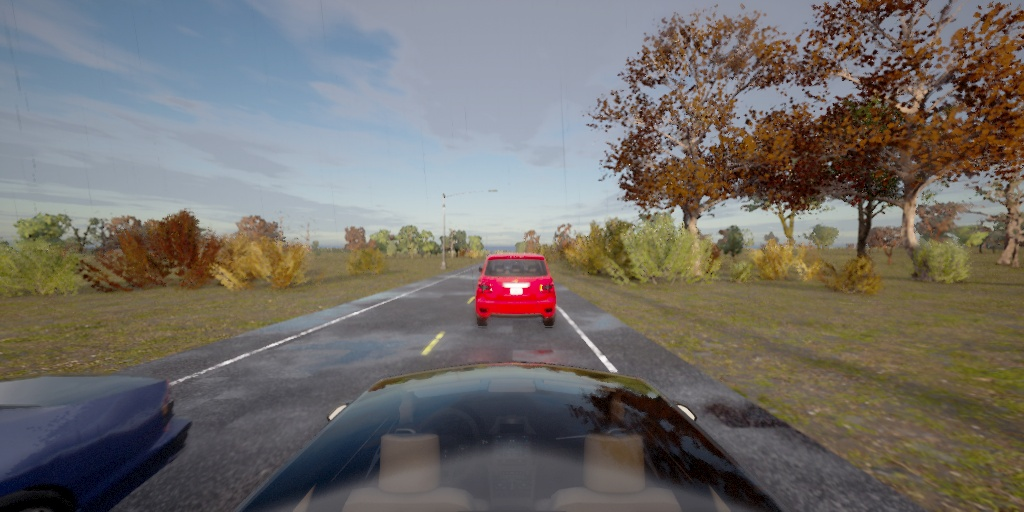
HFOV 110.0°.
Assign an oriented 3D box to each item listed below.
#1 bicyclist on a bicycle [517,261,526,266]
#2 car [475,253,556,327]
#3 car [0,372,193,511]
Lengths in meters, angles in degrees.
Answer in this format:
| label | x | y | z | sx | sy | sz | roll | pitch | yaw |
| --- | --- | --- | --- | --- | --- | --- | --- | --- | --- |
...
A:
| label | x | y | z | sx | sy | sz | roll | pitch | yaw |
| --- | --- | --- | --- | --- | --- | --- | --- | --- | --- |
| bicyclist on a bicycle | 0.874 | 0.945 | 30.695 | 0.659 | 1.776 | 1.843 | 0 | 1 | 0 |
| car | 0.082 | 0.915 | 11.447 | 2.150 | 2.045 | 5.566 | 0 | 1 | -1 |
| car | -3.596 | 1.304 | 0.568 | 2.033 | 1.411 | 5.357 | 0 | 0 | 0 |
